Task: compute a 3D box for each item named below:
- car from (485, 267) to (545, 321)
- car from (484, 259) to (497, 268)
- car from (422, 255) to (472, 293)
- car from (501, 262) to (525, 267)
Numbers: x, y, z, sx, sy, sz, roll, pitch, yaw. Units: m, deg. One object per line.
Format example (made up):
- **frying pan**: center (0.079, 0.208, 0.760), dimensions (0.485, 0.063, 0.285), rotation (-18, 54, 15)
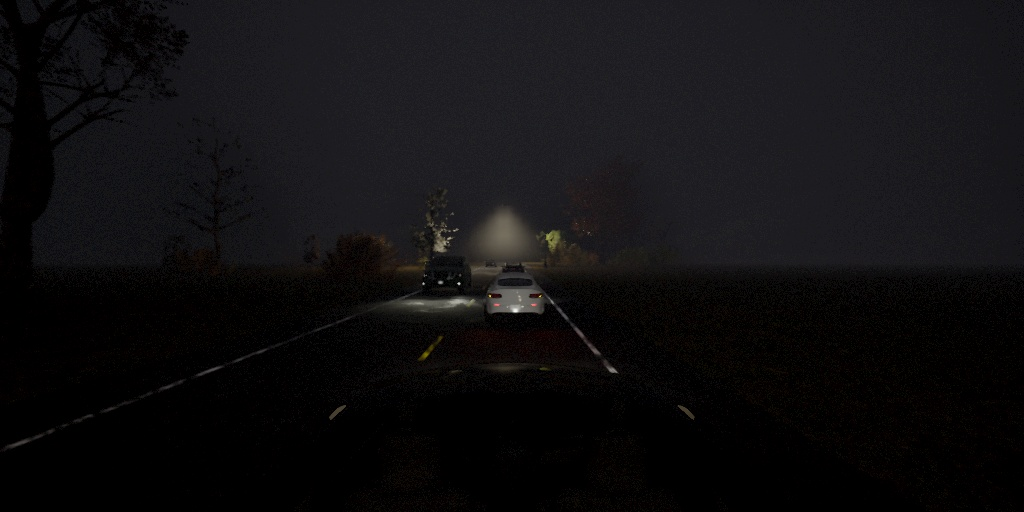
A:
- **car**: center (0.098, 1.275, 12.347), dimensions (1.812, 1.442, 4.674), rotation (0, 0, 0)
- **car**: center (-3.559, 1.233, 60.033), dimensions (1.837, 1.490, 4.892), rotation (0, 0, 1)
- **car**: center (-3.602, 0.968, 20.836), dimensions (2.150, 2.045, 5.566), rotation (0, 0, 0)
- **car**: center (0.095, 1.237, 30.304), dimensions (2.128, 1.511, 4.902), rotation (0, 0, 0)
